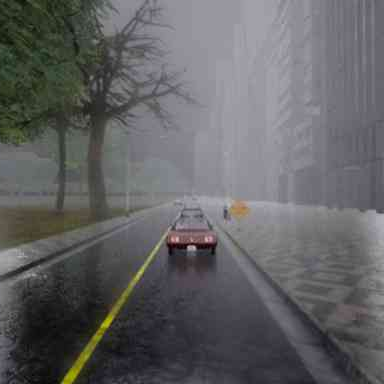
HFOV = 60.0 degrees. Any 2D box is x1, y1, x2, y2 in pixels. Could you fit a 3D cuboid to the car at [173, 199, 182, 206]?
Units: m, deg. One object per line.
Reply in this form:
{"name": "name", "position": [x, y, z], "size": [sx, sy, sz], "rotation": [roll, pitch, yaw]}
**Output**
{"name": "car", "position": [-3.019, 2.285, 71.786], "size": [1.882, 1.535, 5.008], "rotation": [0, -1, 0]}

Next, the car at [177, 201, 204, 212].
{"name": "car", "position": [-0.002, 1.802, 29.315], "size": [2.128, 1.511, 4.902], "rotation": [0, -1, 0]}

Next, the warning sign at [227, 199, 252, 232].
{"name": "warning sign", "position": [2.702, 1.313, 19.069], "size": [1.300, 1.860, 1.060], "rotation": [-1, -1, 0]}

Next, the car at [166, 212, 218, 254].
{"name": "car", "position": [-0.001, 1.745, 14.125], "size": [1.895, 1.301, 4.718], "rotation": [0, -1, 0]}
